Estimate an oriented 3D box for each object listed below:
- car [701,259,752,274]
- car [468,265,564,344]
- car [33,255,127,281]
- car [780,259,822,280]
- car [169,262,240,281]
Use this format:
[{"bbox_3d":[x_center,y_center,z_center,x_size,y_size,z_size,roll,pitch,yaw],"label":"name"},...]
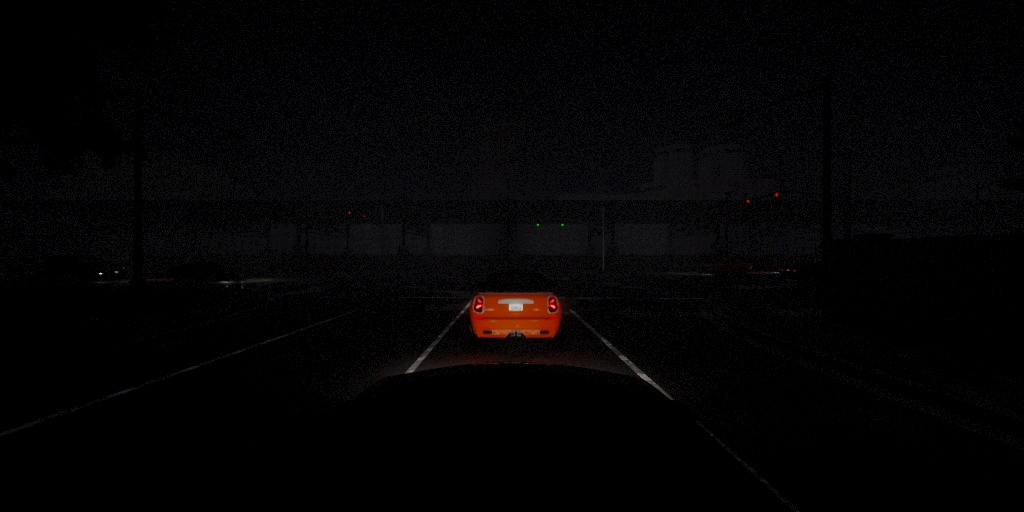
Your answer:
[{"bbox_3d":[23.227,1.098,39.000,5.008,1.535,1.882,-1,0,1],"label":"car"},{"bbox_3d":[0.084,1.102,9.703,2.097,1.767,4.553,0,0,0],"label":"car"},{"bbox_3d":[-35.565,0.970,29.839,5.566,2.045,2.150,0,0,2],"label":"car"},{"bbox_3d":[24.316,1.147,28.266,5.357,1.411,2.033,-1,0,1],"label":"car"},{"bbox_3d":[-25.233,1.228,29.532,5.008,1.535,1.882,0,0,2],"label":"car"}]
